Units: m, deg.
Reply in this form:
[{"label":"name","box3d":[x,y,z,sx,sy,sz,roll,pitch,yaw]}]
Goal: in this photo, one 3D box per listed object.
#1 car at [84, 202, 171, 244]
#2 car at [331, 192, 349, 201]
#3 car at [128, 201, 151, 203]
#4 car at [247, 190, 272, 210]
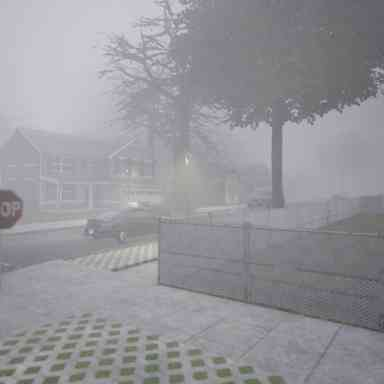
[{"label":"car","box3d":[-2.800,1.433,15.505,1.812,1.442,4.674,1,1,35]},{"label":"car","box3d":[23.182,0.835,51.981,1.837,1.490,4.892,1,2,35]},{"label":"car","box3d":[-3.257,1.309,19.786,2.128,1.511,4.902,1,1,35]},{"label":"car","box3d":[7.891,0.818,35.483,2.150,2.045,5.566,1,2,35]}]
